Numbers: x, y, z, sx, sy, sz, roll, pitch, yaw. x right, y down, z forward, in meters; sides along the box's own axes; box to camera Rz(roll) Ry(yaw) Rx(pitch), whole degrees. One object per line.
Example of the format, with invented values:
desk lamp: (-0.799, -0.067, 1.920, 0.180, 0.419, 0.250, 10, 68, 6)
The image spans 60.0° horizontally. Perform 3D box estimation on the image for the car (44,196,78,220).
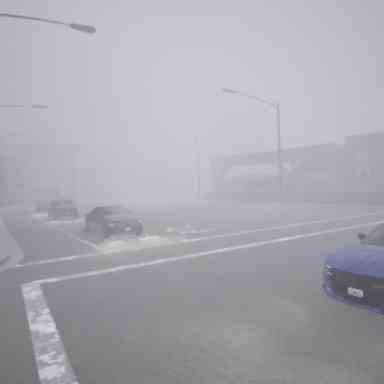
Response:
car: (-10.610, 1.384, 27.354, 1.837, 1.490, 4.892, -3, 1, -31)

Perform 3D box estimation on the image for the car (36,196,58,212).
car: (-16.339, 1.486, 37.225, 1.895, 1.301, 4.718, -3, 1, -28)

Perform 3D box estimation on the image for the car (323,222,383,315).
car: (4.718, 1.237, 6.725, 5.008, 1.535, 1.882, -3, 2, -33)

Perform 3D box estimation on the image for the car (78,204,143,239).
car: (-4.076, 1.381, 16.715, 1.812, 1.442, 4.674, -3, 1, -32)
